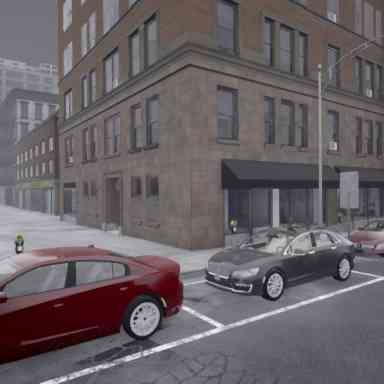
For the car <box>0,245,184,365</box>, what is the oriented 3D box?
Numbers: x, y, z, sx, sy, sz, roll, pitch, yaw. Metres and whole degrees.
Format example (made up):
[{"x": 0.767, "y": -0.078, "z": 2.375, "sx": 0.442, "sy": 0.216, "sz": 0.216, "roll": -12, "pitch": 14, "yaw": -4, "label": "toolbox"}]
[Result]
[{"x": -2.242, "y": 1.544, "z": 4.942, "sx": 4.507, "sy": 1.381, "sz": 1.887, "roll": 0, "pitch": -1, "yaw": -36, "label": "car"}]

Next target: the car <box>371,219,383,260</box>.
[{"x": 6.839, "y": 1.581, "z": 11.439, "sx": 4.206, "sy": 1.307, "sz": 1.802, "roll": 0, "pitch": -1, "yaw": -36, "label": "car"}]

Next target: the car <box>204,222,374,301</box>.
[{"x": 2.298, "y": 1.549, "z": 8.191, "sx": 4.403, "sy": 1.369, "sz": 2.008, "roll": 0, "pitch": -1, "yaw": -36, "label": "car"}]
